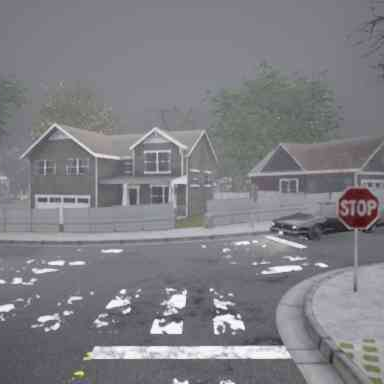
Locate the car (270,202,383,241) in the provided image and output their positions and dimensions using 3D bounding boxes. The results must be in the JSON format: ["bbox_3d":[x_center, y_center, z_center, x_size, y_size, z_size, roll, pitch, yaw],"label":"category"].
[{"bbox_3d":[6.126,1.180,14.708,5.357,1.411,2.033,-3,2,-22],"label":"car"}]
